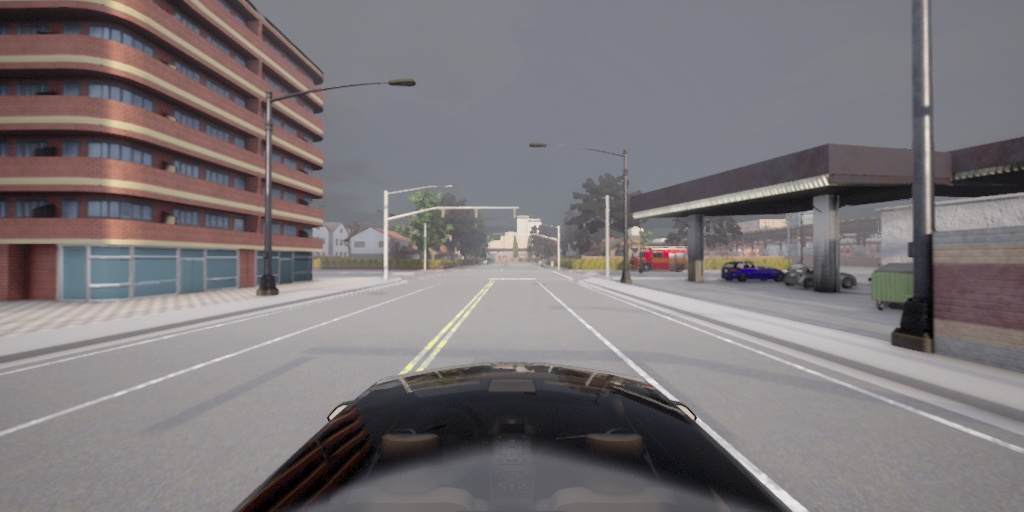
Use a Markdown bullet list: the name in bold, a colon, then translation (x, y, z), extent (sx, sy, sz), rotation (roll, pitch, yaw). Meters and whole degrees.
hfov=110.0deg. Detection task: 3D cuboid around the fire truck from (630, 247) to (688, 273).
- **fire truck**: translation (22.676, 0.503, 54.906), extent (8.468, 3.827, 2.891), rotation (0, -1, 1)
